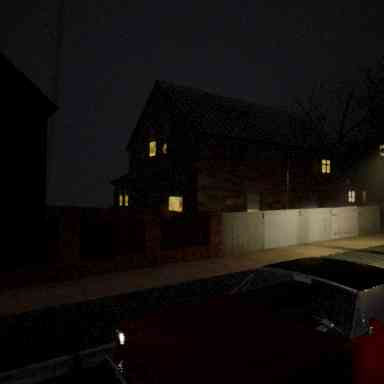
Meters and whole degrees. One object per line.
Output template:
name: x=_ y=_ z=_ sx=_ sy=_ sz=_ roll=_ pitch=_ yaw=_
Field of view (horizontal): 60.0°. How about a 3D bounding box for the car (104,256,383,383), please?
car: x=1.440 y=1.601 z=4.092 sx=4.718 sy=1.301 sz=1.895 roll=0 pitch=0 yaw=-35
